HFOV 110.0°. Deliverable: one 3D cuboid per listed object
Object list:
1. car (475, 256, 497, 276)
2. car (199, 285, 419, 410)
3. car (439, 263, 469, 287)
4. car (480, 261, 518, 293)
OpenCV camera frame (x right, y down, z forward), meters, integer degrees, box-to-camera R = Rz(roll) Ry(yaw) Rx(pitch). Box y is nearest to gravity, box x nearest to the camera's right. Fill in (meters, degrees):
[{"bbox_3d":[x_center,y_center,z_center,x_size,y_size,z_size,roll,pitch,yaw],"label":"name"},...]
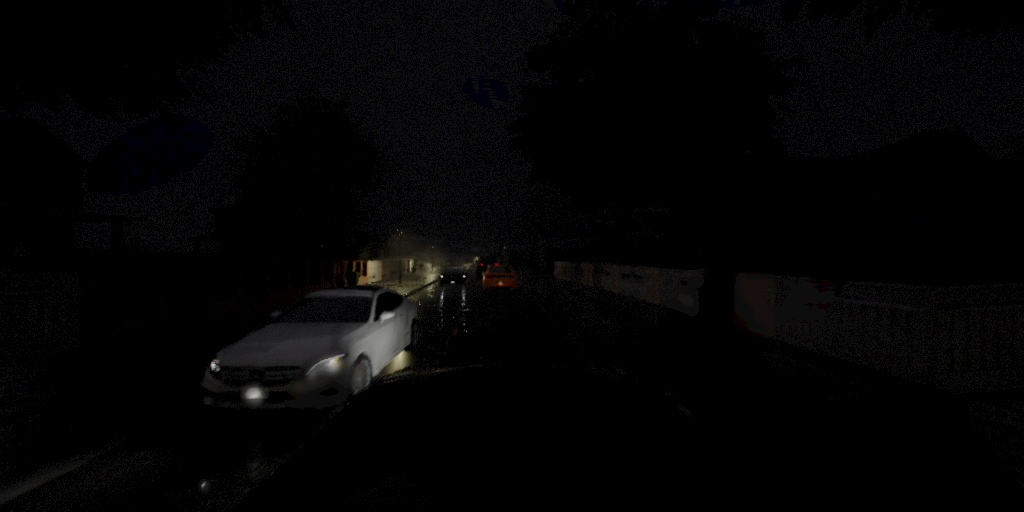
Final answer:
[{"bbox_3d":[-2.695,1.066,38.649,2.150,2.045,5.566,0,0,-8],"label":"car"},{"bbox_3d":[-2.938,1.291,6.373,1.812,1.442,4.674,0,0,-1],"label":"car"},{"bbox_3d":[-4.070,1.412,25.610,1.895,1.301,4.718,0,0,-6],"label":"car"},{"bbox_3d":[-0.757,1.269,21.206,1.882,1.535,5.008,0,0,-4],"label":"car"}]
